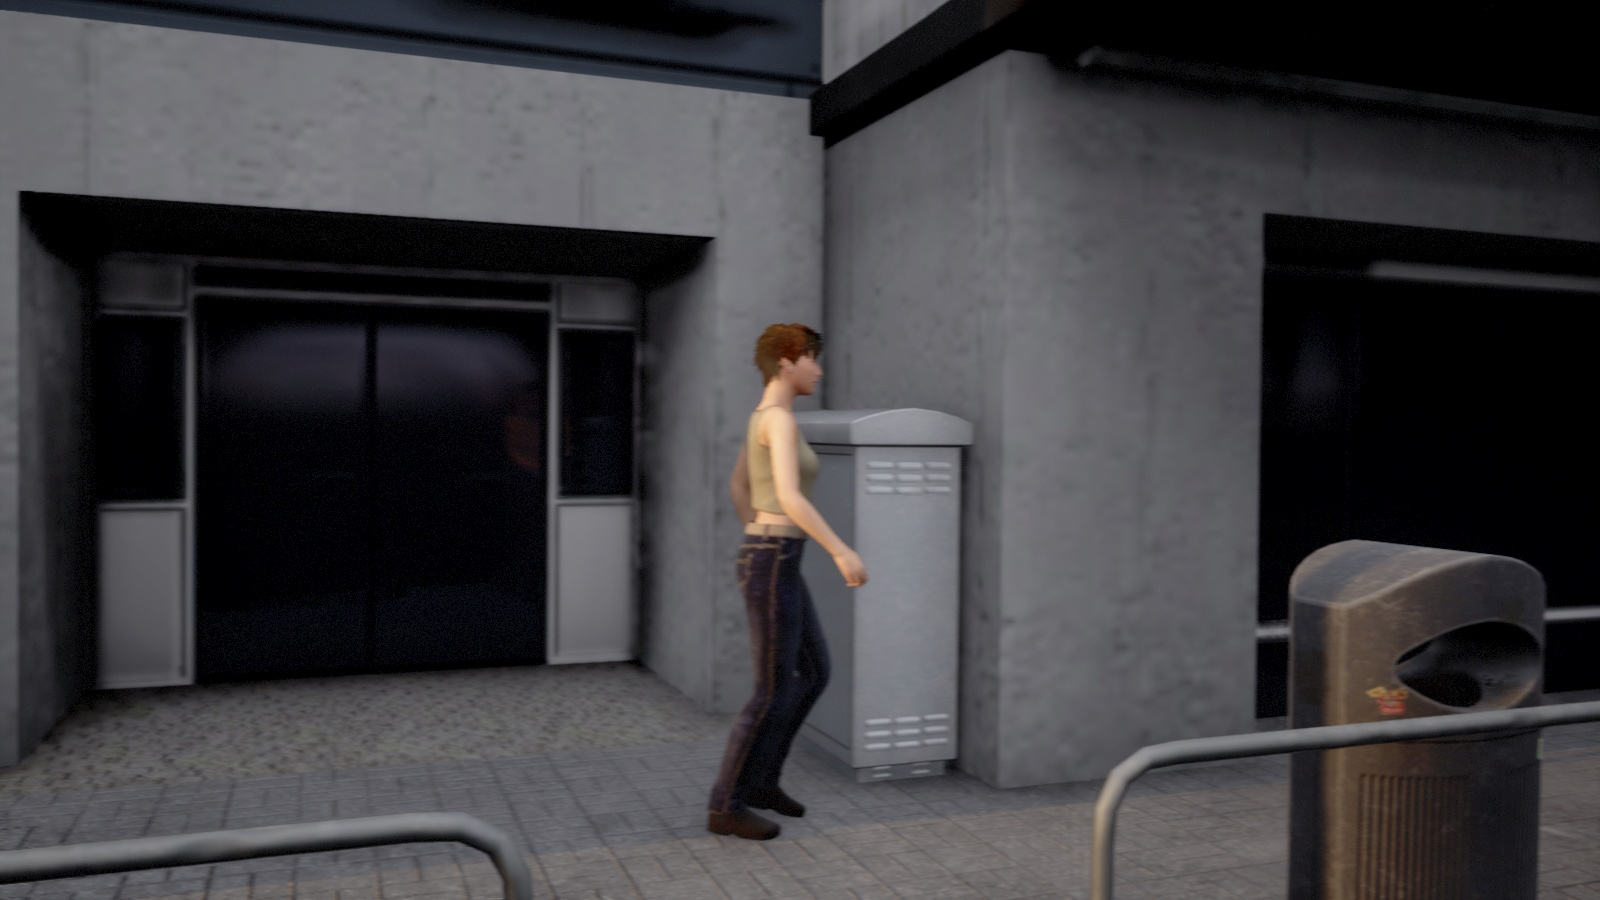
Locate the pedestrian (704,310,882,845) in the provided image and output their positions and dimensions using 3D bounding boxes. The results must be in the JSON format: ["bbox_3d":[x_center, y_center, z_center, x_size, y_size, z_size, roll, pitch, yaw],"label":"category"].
[{"bbox_3d":[-0.033,0.435,4.508,0.594,1.836,0.345,-1,1,-5],"label":"pedestrian"}]
